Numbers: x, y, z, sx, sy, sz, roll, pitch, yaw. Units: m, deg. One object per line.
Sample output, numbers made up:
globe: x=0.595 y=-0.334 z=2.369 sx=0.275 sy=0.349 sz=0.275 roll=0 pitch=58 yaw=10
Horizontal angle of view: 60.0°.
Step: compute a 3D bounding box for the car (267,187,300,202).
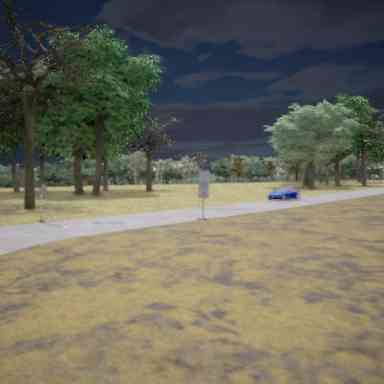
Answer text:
car: x=10.392 y=0.221 z=37.516 sx=1.882 sy=1.535 sz=5.008 roll=1 pitch=3 yaw=45
